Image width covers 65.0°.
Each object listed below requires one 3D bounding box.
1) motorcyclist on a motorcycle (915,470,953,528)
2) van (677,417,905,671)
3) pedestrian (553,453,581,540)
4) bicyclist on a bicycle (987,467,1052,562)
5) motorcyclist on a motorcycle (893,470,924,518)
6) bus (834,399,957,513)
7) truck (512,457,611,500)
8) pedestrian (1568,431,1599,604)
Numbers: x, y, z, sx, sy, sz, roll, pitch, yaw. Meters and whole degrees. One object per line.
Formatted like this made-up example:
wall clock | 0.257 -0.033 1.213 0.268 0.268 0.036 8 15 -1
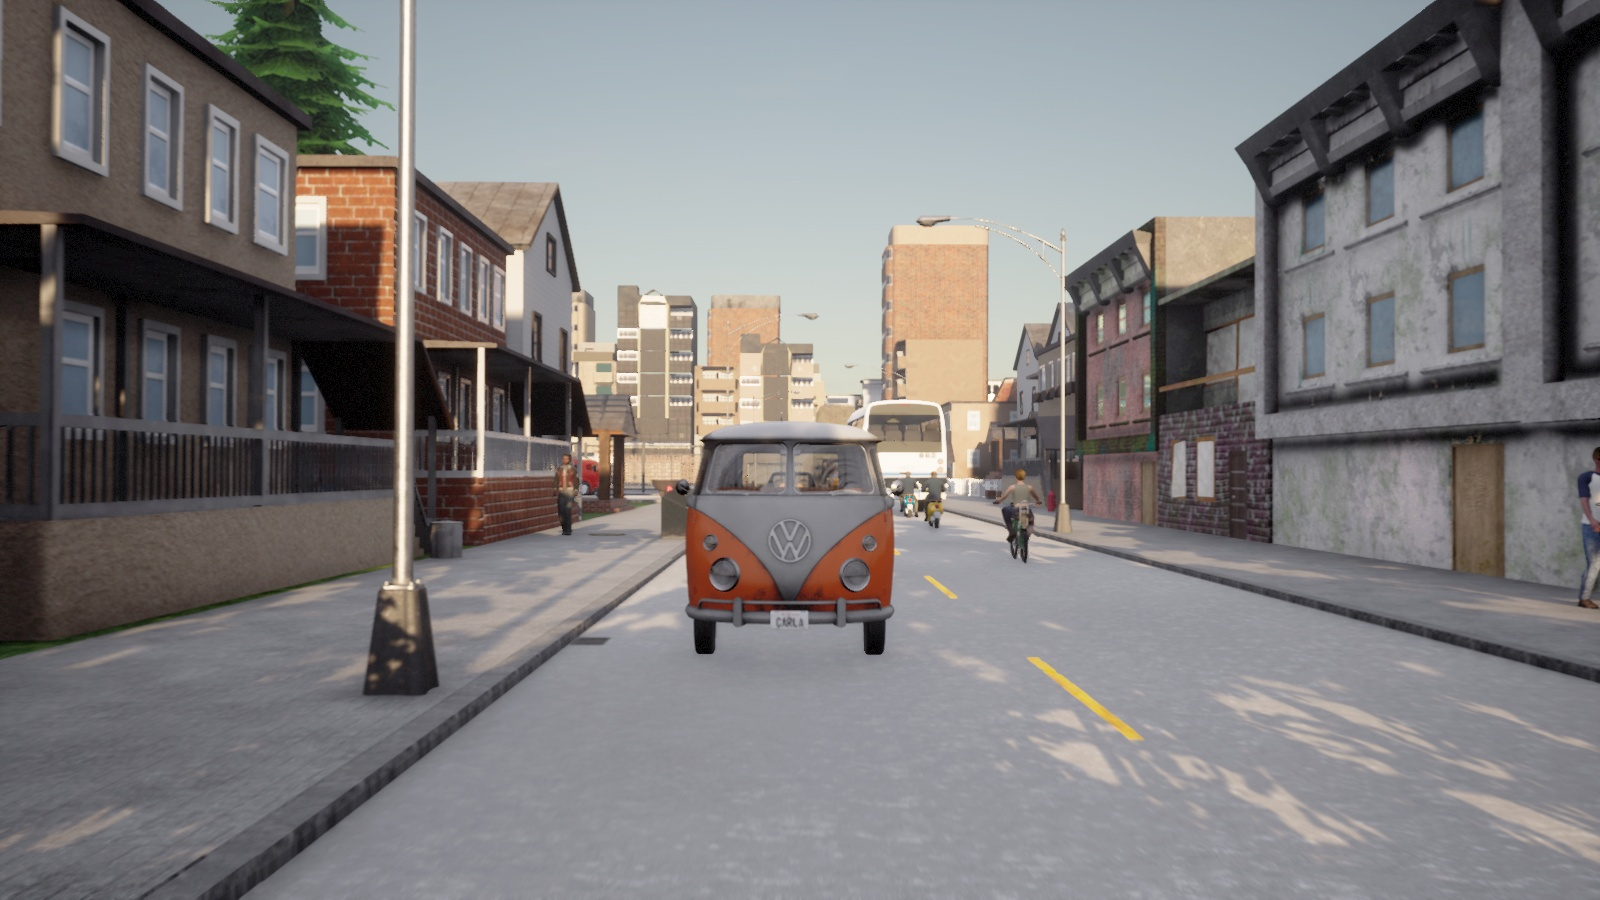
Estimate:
motorcyclist on a motorcycle | 3.773 1.365 35.443 0.866 1.590 1.817 0 -1 0
van | -0.085 0.778 12.068 1.775 1.987 4.442 0 -1 0
pedestrian | -5.186 1.028 27.966 0.402 1.930 0.666 0 -1 9
bicyclist on a bicycle | 3.854 1.119 22.190 0.866 1.612 1.509 0 -1 0
motorcyclist on a motorcycle | 3.727 1.500 43.262 0.866 1.590 1.817 0 -1 0
bus | 3.696 0.321 52.068 3.944 4.253 10.273 0 -1 -2
truck | -13.735 1.629 72.511 5.204 2.467 2.627 0 -1 0
pedestrian | 8.683 0.724 13.535 0.354 1.836 0.706 0 -1 0
